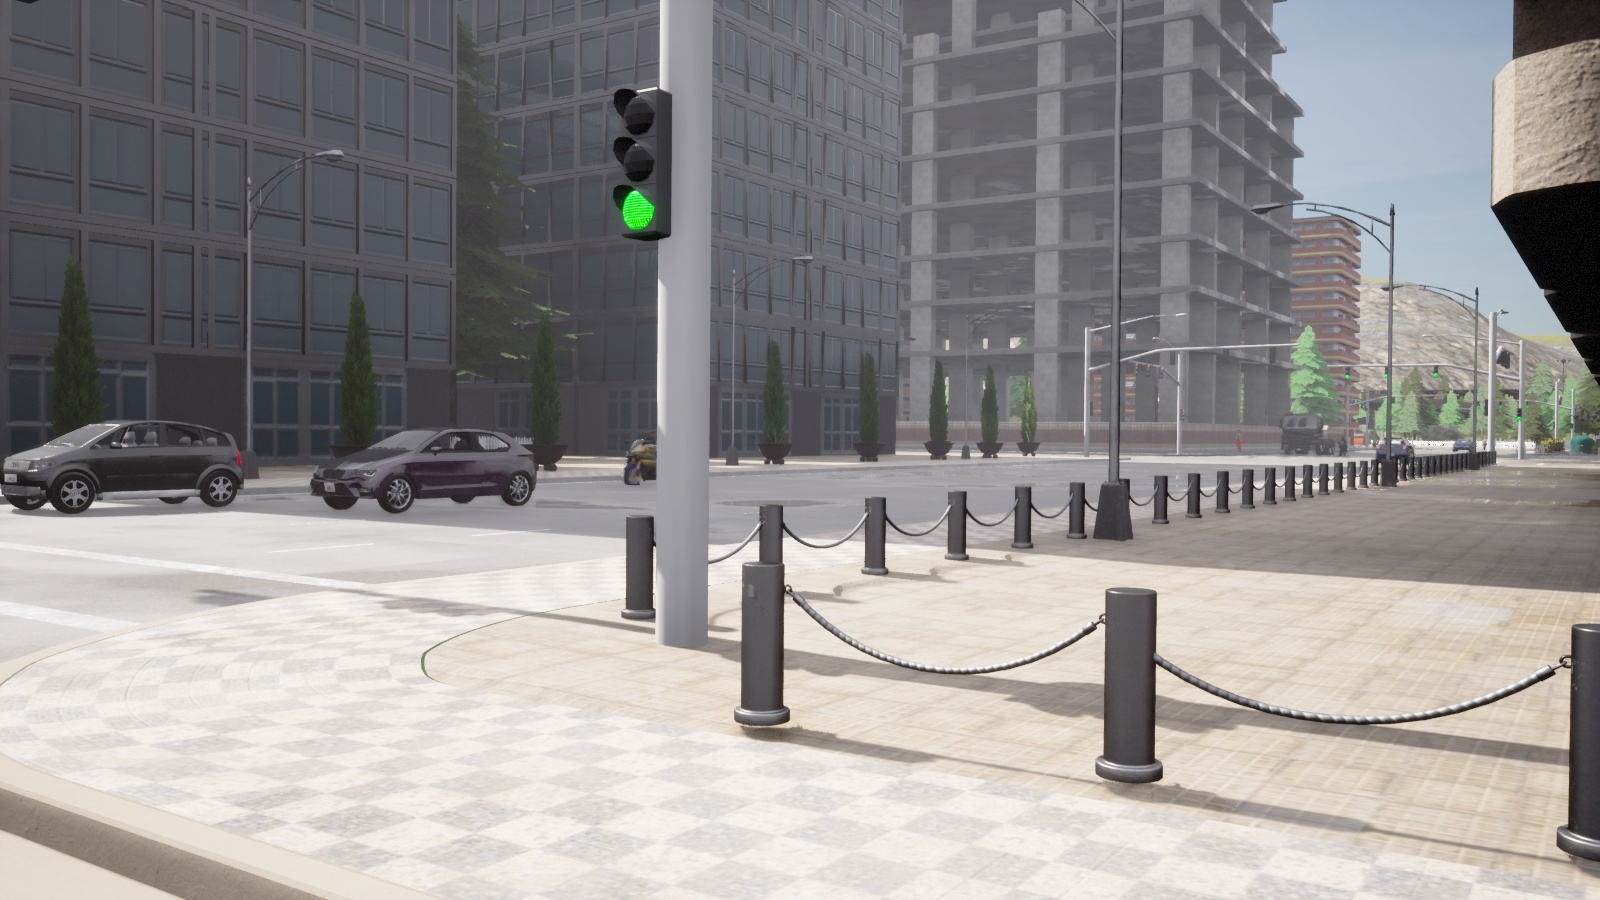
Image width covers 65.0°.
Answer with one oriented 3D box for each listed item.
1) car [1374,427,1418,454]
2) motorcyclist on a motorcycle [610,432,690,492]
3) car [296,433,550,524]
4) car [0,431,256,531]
[{"bbox_3d":[33.815,-0.560,71.224,1.845,1.501,3.633,0,1,32],"label":"car"},{"bbox_3d":[-3.935,0.293,33.218,0.866,1.530,2.191,0,1,34],"label":"motorcyclist on a motorcycle"},{"bbox_3d":[-6.723,0.439,22.796,1.816,1.474,4.193,0,1,34],"label":"car"},{"bbox_3d":[-11.657,0.463,21.730,1.789,1.549,3.705,0,1,34],"label":"car"}]
